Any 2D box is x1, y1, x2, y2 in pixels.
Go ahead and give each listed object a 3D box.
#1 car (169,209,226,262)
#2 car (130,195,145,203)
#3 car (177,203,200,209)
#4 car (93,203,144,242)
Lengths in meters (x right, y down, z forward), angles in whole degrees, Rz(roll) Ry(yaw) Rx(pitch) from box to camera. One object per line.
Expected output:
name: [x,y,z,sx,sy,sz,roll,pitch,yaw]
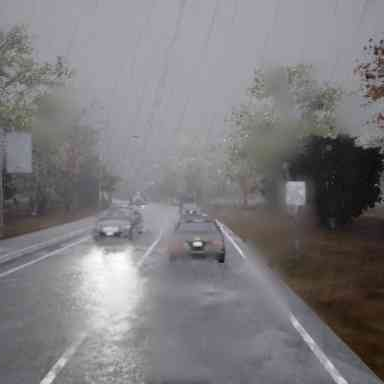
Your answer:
car: [0.185,1.574,12.204,2.033,1.411,5.357,0,0,1]
car: [-9.645,1.366,58.442,2.097,1.767,4.553,2,0,-17]
car: [-0.234,1.619,28.355,2.033,1.411,5.357,0,0,-4]
car: [-3.555,1.523,16.749,2.128,1.511,4.902,0,0,-1]
